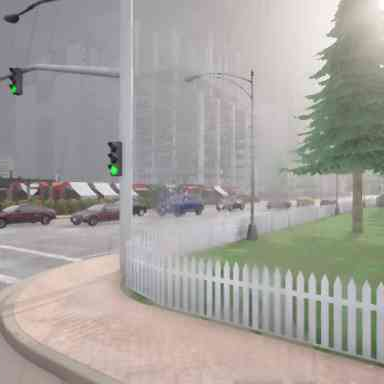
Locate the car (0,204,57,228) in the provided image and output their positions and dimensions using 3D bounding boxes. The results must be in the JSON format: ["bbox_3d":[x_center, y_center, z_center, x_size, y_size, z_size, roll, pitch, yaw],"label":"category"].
[{"bbox_3d":[-11.405,1.520,22.152,1.812,1.442,4.674,0,0,36],"label":"car"}]

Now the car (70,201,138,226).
[{"bbox_3d":[-6.290,1.521,23.444,1.812,1.442,4.674,0,0,34],"label":"car"}]

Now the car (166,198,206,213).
[{"bbox_3d":[-0.648,1.486,38.115,2.128,1.511,4.902,0,0,34],"label":"car"}]

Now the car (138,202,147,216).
[{"bbox_3d":[-6.188,1.472,29.900,1.882,1.535,5.008,0,0,34],"label":"car"}]

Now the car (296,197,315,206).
[{"bbox_3d":[18.251,1.474,53.319,1.882,1.535,5.008,0,0,34],"label":"car"}]

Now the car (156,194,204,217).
[{"bbox_3d":[-0.982,1.217,31.365,2.150,2.045,5.566,0,0,34],"label":"car"}]

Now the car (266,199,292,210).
[{"bbox_3d":[11.336,1.544,43.038,2.033,1.411,5.357,0,0,34],"label":"car"}]

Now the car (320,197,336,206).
[{"bbox_3d":[21.082,1.523,51.258,1.812,1.442,4.674,0,0,34],"label":"car"}]

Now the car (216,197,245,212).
[{"bbox_3d":[4.650,1.487,39.707,2.128,1.511,4.902,0,0,34],"label":"car"}]

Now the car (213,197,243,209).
[{"bbox_3d":[5.162,1.486,46.685,2.128,1.511,4.902,0,0,34],"label":"car"}]
